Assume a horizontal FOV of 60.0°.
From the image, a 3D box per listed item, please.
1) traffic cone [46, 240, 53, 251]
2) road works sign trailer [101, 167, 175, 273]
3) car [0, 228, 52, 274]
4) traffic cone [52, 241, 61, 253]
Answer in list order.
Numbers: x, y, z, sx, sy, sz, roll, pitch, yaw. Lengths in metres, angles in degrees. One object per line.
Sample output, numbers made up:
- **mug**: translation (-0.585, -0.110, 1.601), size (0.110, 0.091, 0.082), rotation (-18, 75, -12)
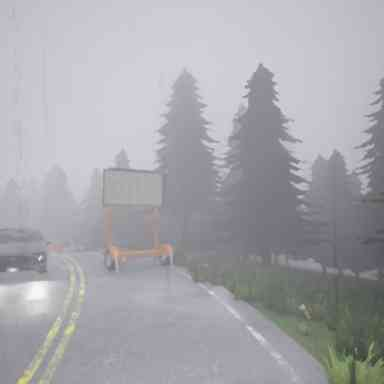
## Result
- **traffic cone**: translation (-8.125, 3.121, 19.379), size (0.340, 0.580, 0.340), rotation (2, -7, -31)
- **road works sign trailer**: translation (-2.258, 0.941, 12.532), size (2.380, 3.560, 2.880), rotation (3, -5, -31)
- **car**: translation (-6.064, 1.966, 11.712), size (2.033, 1.411, 5.357), rotation (2, -5, -24)
- **traffic cone**: translation (-7.082, 2.918, 17.682), size (0.340, 0.580, 0.340), rotation (3, -7, -31)
